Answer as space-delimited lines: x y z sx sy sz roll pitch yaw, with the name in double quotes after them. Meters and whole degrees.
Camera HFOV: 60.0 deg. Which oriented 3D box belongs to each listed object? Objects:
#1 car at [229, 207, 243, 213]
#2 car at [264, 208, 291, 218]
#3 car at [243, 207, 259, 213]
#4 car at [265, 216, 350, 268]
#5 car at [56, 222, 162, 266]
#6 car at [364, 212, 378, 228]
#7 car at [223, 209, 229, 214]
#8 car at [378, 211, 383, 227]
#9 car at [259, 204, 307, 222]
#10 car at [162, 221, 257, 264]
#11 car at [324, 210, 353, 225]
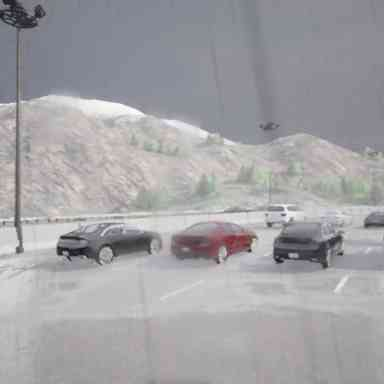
8.916 3.397 56.704 4.718 1.301 1.895 1 -3 -44 "car"
13.189 3.168 51.117 4.718 1.301 1.895 1 -3 -44 "car"
10.980 3.171 53.831 4.902 1.511 2.128 1 -3 -44 "car"
4.685 1.899 13.030 1.837 1.490 4.892 -2 -2 33 "car"
-3.152 1.992 13.767 2.128 1.511 4.902 -2 -2 32 "car"
16.179 2.349 28.456 1.994 1.385 4.181 -2 -2 40 "car"
7.646 3.433 60.303 4.892 1.490 1.837 1 -2 -43 "car"
9.148 1.584 13.474 2.150 2.045 5.566 -2 -2 34 "car"
8.672 2.151 30.423 2.150 2.045 5.566 -2 -2 39 "car"
1.113 1.939 13.957 1.882 1.535 5.008 -2 -2 33 "car"
13.294 2.407 30.469 1.812 1.442 4.674 -2 -2 40 "car"
